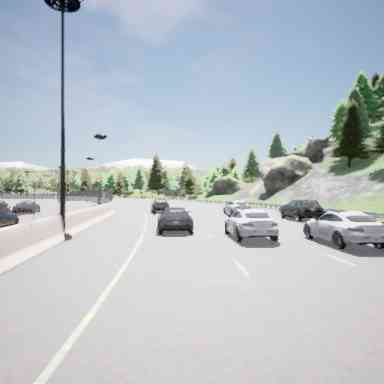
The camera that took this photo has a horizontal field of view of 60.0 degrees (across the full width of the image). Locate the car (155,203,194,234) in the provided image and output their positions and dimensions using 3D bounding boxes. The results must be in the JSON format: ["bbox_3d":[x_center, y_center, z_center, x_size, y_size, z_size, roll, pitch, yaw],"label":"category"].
[{"bbox_3d":[-1.031,1.581,19.561,1.994,1.385,4.181,0,0,-5],"label":"car"}]

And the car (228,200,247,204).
[{"bbox_3d":[4.369,1.541,32.247,1.812,1.442,4.674,0,0,-9],"label":"car"}]

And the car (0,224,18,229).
[{"bbox_3d":[-11.769,1.603,19.463,1.994,1.385,4.181,0,0,-6],"label":"car"}]

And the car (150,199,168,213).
[{"bbox_3d":[-3.609,1.527,37.208,2.128,1.511,4.902,0,0,-11],"label":"car"}]

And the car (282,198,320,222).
[{"bbox_3d":[8.696,1.355,26.739,2.097,1.767,4.553,0,0,-7],"label":"car"}]

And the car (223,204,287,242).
[{"bbox_3d":[2.800,1.532,16.248,1.812,1.442,4.674,0,0,-5],"label":"car"}]

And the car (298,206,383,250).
[{"bbox_3d":[6.457,1.523,14.258,1.812,1.442,4.674,0,0,-4],"label":"car"}]
